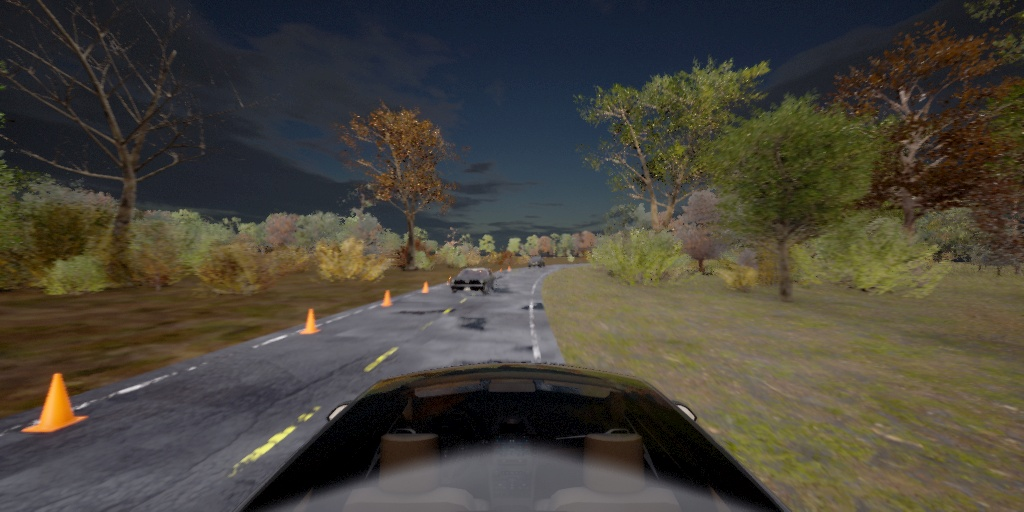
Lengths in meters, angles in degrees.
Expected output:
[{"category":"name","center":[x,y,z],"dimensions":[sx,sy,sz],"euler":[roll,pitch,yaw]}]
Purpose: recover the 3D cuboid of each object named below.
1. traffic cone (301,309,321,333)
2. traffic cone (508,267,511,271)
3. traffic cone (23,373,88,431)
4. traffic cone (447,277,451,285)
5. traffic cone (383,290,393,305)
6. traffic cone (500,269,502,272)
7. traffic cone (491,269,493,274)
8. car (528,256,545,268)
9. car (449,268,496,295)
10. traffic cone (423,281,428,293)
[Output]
[{"category":"traffic cone","center":[-5.151,1.646,9.185],"dimensions":[0.340,0.580,0.340],"euler":[0,0,2]},{"category":"traffic cone","center":[-0.380,1.715,49.336],"dimensions":[0.340,0.580,0.340],"euler":[0,0,12]},{"category":"traffic cone","center":[-5.234,1.643,4.125],"dimensions":[0.340,0.580,0.340],"euler":[0,0,0]},{"category":"traffic cone","center":[-4.214,1.663,24.336],"dimensions":[0.340,0.580,0.340],"euler":[0,0,5]},{"category":"traffic cone","center":[-4.953,1.650,14.242],"dimensions":[0.340,0.580,0.340],"euler":[0,0,3]},{"category":"traffic cone","center":[-1.372,1.702,44.373],"dimensions":[0.340,0.580,0.340],"euler":[0,0,11]},{"category":"traffic cone","center":[-2.252,1.690,39.389],"dimensions":[0.340,0.580,0.340],"euler":[0,0,9]},{"category":"car","center":[4.425,1.079,63.715],"dimensions":[2.150,2.045,5.566],"euler":[1,0,16]},{"category":"car","center":[-2.048,1.333,19.821],"dimensions":[1.895,1.301,4.718],"euler":[1,0,4]},{"category":"traffic cone","center":[-4.640,1.656,19.294],"dimensions":[0.340,0.580,0.340],"euler":[0,0,4]}]
